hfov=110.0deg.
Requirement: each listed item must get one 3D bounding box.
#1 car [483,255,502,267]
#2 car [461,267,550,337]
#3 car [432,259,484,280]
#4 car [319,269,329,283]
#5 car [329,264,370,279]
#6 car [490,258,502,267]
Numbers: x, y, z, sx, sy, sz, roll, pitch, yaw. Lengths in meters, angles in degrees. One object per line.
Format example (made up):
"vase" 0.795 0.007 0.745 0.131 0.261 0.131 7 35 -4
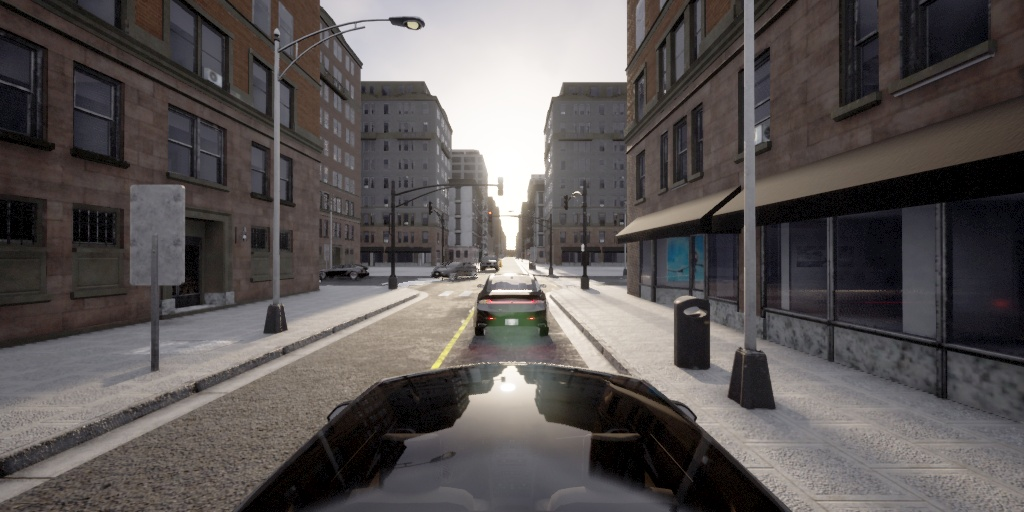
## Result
"car" -2.878 0.937 47.760 2.150 2.045 5.566 0 0 1
"car" -0.005 1.241 10.330 2.128 1.511 4.902 0 0 0
"car" -4.915 1.250 31.540 1.837 1.490 4.892 3 1 30
"car" -14.783 1.288 23.466 4.313 1.339 1.948 0 0 0
"car" -14.782 1.328 31.493 4.313 1.339 1.948 0 0 0
"car" -2.844 1.169 65.209 1.882 1.535 5.008 0 0 1
